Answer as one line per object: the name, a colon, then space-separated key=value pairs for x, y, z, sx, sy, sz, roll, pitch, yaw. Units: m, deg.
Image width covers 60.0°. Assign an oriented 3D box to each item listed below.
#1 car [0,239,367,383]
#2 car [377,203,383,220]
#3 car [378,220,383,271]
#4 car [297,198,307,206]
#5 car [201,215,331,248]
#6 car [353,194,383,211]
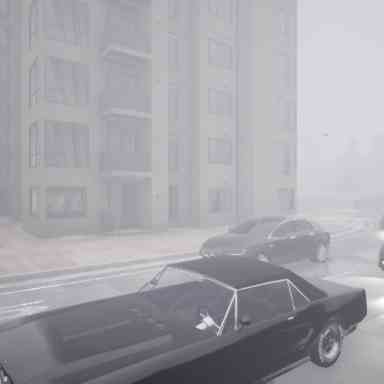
car: x=0.162 y=1.601 z=4.155 sx=4.718 sy=1.301 sz=1.895 roll=0 pitch=0 yaw=-37
car: x=12.557 y=1.564 z=20.019 sx=1.994 sy=1.385 sz=4.181 roll=0 pitch=0 yaw=33
car: x=7.076 y=1.562 z=9.552 sx=4.181 sy=1.385 sz=1.994 roll=0 pitch=0 yaw=-40
car: x=16.394 y=1.601 z=54.732 sx=1.895 sy=1.301 sz=4.718 roll=0 pitch=0 yaw=-33
car: x=2.414 y=1.505 z=10.292 sx=4.892 sy=1.490 sz=1.837 roll=0 pitch=0 yaw=-38
car: x=22.717 y=1.221 z=41.459 sx=2.150 sy=2.045 sz=5.566 roll=0 pitch=0 yaw=-13
